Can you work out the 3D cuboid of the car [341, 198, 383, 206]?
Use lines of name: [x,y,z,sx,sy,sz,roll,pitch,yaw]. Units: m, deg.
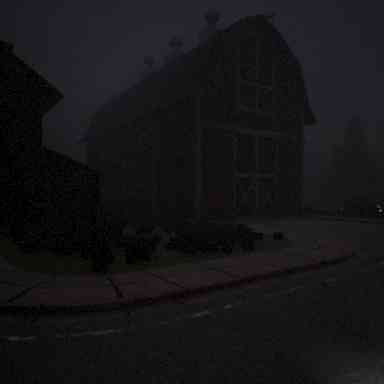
car: [18.163,1.416,35.078,2.097,1.767,4.553,0,0,-34]
